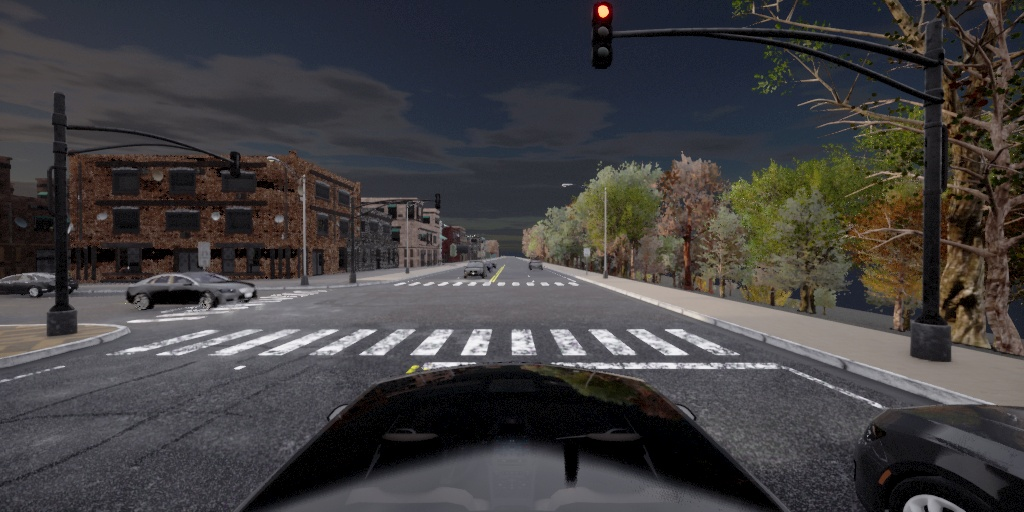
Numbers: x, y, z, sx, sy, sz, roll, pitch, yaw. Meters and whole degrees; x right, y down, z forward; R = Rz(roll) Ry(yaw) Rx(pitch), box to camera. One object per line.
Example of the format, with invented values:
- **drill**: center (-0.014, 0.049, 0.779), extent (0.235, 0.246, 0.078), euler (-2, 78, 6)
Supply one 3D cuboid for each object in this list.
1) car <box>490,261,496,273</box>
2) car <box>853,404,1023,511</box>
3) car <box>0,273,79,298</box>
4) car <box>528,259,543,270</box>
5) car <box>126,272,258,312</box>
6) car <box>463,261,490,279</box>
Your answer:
- **car**: center (-3.325, 1.346, 42.992), extent (1.895, 1.301, 4.718), euler (0, 0, 0)
- **car**: center (3.348, 1.255, 0.518), extent (1.837, 1.490, 4.892), euler (0, 0, 0)
- **car**: center (-28.288, 1.671, 21.060), extent (4.403, 1.370, 2.007), euler (0, 0, -1)
- **car**: center (3.366, 1.236, 52.112), extent (2.128, 1.511, 4.902), euler (0, 0, 0)
- **car**: center (-13.360, 1.420, 15.092), extent (4.902, 1.511, 2.128), euler (-2, 0, 6)
- **car**: center (-3.316, 1.251, 33.070), extent (1.837, 1.490, 4.892), euler (0, 0, 0)
